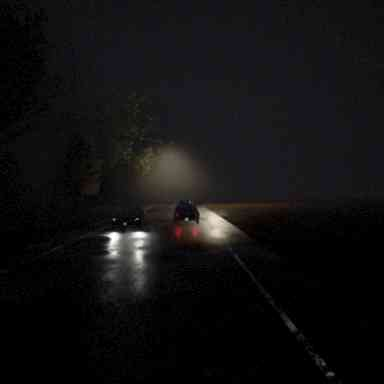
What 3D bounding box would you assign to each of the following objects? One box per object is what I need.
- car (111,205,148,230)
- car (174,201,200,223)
[{"bbox_3d":[-3.933,1.576,21.536,1.812,1.442,4.674,0,0,-1],"label":"car"},{"bbox_3d":[-0.437,1.650,25.775,1.895,1.301,4.718,0,0,-1],"label":"car"}]
